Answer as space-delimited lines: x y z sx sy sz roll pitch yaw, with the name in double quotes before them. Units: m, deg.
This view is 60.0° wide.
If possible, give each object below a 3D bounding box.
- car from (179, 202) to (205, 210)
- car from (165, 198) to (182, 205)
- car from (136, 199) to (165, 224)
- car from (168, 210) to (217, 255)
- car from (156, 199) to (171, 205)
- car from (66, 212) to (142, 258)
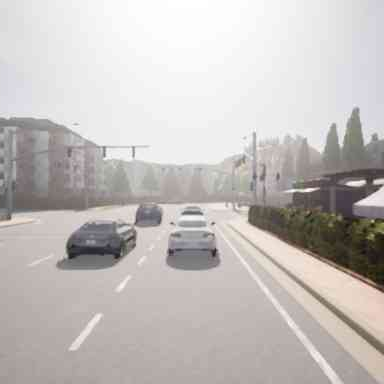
"car" 0.047 1.829 28.484 1.837 1.490 4.892 0 0 1
"car" -4.107 2.276 81.765 2.097 1.767 4.553 0 -1 18
"car" -3.622 1.672 28.380 2.097 1.767 4.553 0 -1 -3
"car" 0.029 1.683 13.861 1.812 1.442 4.674 0 0 0
"car" -7.102 2.539 83.786 1.895 1.301 4.718 0 -1 22
"car" -3.472 1.718 13.457 1.994 1.385 4.181 0 -1 0
